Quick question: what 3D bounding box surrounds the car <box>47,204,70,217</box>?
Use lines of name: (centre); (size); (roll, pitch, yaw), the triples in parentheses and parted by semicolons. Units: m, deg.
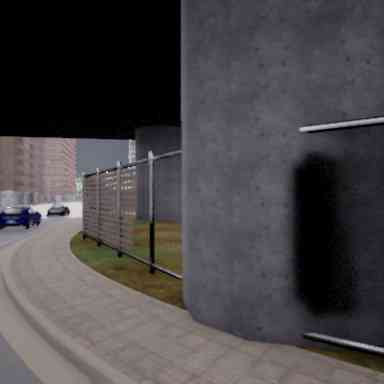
car: (-15.595, 2.122, 38.943); (1.994, 1.385, 4.181); (0, -1, -12)

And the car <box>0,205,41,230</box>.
car: (-12.593, 1.851, 24.594); (1.882, 1.535, 5.008); (0, 0, -12)
